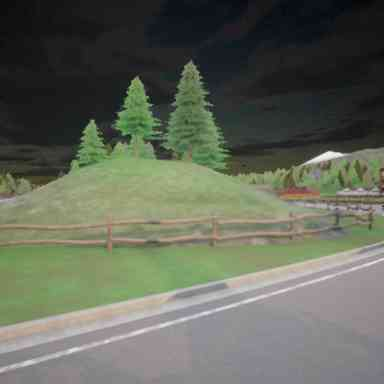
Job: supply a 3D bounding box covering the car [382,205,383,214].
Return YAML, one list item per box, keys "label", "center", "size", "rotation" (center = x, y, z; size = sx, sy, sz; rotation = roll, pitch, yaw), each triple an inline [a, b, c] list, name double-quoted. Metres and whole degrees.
- label: "car"
  center: [21.497, 1.598, 34.636]
  size: [2.128, 1.511, 4.902]
  rotation: [0, 0, 10]
